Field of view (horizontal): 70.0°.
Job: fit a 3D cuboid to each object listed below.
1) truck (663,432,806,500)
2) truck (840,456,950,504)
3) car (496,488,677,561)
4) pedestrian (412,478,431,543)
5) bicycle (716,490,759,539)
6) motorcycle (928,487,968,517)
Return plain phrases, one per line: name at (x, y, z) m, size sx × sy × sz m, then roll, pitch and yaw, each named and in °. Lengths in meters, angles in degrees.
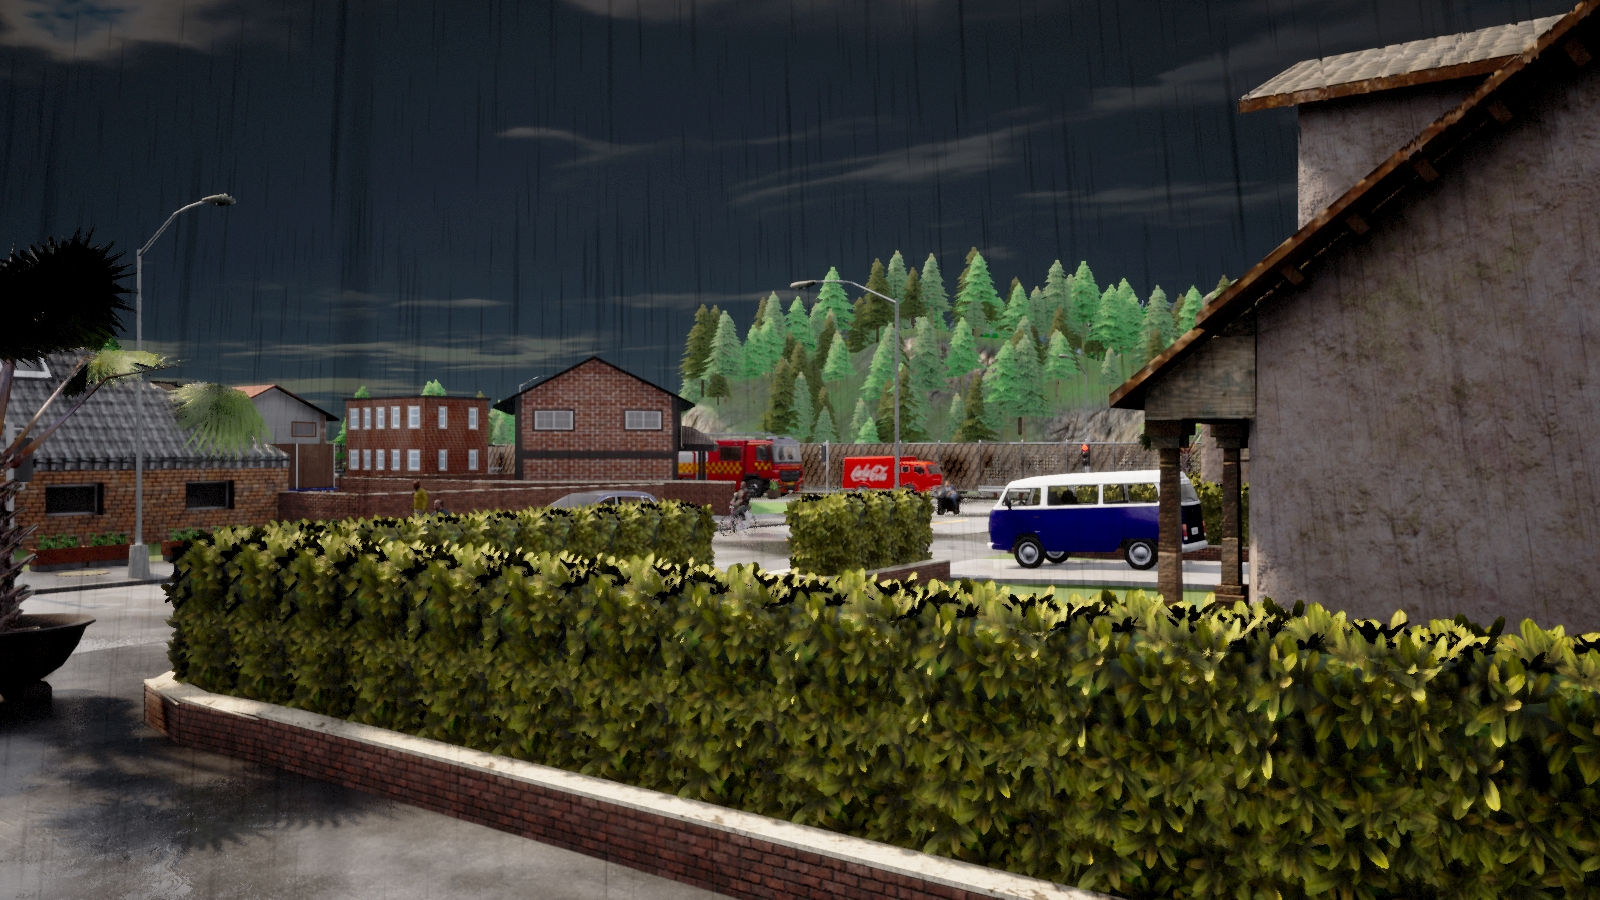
truck at (-3.976, 0.872, 67.648) m, size 8.468 × 3.827 × 2.891 m, roll 0°, pitch 0°, yaw 35°
truck at (5.084, 1.568, 61.315) m, size 5.204 × 2.467 × 2.627 m, roll -1°, pitch -1°, yaw 35°
car at (-5.756, 1.958, 31.296) m, size 2.242 × 1.667 × 4.611 m, roll 0°, pitch 0°, yaw 35°
pedestrian at (-10.917, 1.732, 32.926) m, size 0.375 × 1.860 × 0.375 m, roll 0°, pitch 0°, yaw 34°
bicycle at (-2.000, 2.051, 36.708) m, size 0.329 × 1.471 × 1.835 m, roll 0°, pitch 0°, yaw 35°
motorcycle at (6.233, 2.177, 48.036) m, size 0.803 × 1.199 × 2.033 m, roll 0°, pitch 0°, yaw 34°
